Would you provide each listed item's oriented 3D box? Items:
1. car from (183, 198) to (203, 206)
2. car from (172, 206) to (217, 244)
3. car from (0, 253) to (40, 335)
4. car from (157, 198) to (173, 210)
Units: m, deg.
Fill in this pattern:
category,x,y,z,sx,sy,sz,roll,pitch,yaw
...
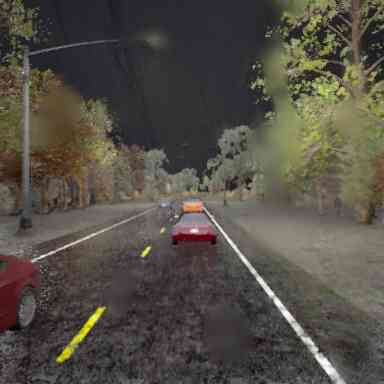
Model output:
category,x,y,z,sx,sy,sz,roll,pitch,yaw
car,0.111,1.408,35.548,2.097,1.767,4.553,0,0,0
car,0.105,1.593,15.968,1.994,1.385,4.181,0,0,0
car,-3.598,1.535,4.183,1.812,1.442,4.674,0,0,0
car,-3.565,1.560,44.374,2.128,1.511,4.902,0,0,0
